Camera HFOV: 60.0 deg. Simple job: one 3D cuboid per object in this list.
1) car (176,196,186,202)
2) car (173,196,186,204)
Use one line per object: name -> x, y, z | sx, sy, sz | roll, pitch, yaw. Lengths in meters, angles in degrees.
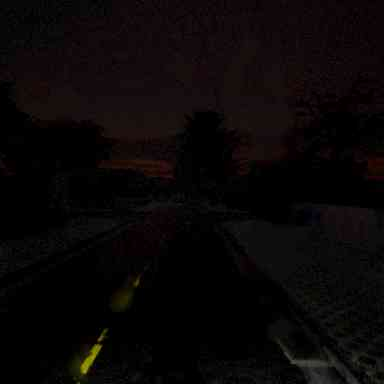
car -> -2.363, 1.564, 75.678 | 1.895, 1.301, 4.718 | 0, 0, 3
car -> -2.691, 1.588, 65.059 | 2.128, 1.511, 4.902 | 0, 0, 0
